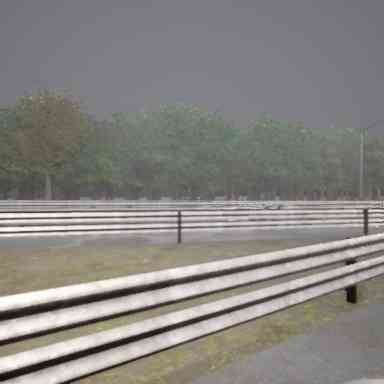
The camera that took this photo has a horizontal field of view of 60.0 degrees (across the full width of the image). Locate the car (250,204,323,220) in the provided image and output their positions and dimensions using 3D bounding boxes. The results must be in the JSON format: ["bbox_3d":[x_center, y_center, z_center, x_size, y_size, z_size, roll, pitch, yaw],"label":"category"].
[{"bbox_3d":[6.235,1.483,22.050,4.718,1.301,1.895,1,0,-19],"label":"car"}]

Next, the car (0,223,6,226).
[{"bbox_3d":[-11.719,1.234,15.968,4.892,1.490,1.837,0,0,-19],"label":"car"}]
